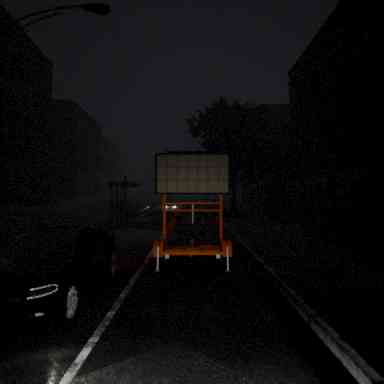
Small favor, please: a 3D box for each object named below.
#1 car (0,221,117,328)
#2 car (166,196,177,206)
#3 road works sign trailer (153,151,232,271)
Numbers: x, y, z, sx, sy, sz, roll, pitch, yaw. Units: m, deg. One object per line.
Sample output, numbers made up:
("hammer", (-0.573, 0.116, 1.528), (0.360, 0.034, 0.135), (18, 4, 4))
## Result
("car", (-3.009, 1.481, 7.372), (1.882, 1.535, 5.008), (0, 0, 0))
("car", (-3.163, 1.318, 48.841), (1.994, 1.385, 4.181), (0, 1, 0))
("road works sign trailer", (0.023, 0.470, 10.849), (2.380, 3.560, 2.880), (0, 0, 0))
